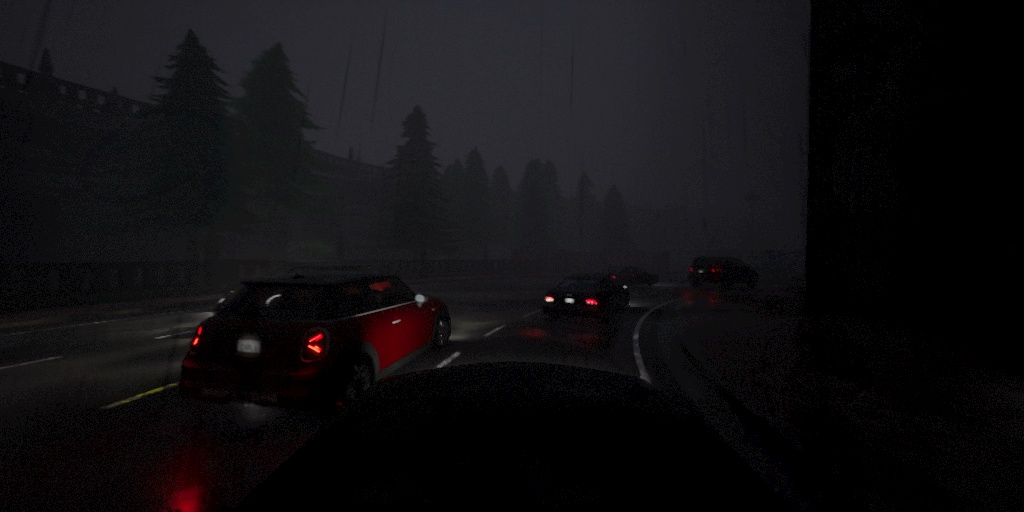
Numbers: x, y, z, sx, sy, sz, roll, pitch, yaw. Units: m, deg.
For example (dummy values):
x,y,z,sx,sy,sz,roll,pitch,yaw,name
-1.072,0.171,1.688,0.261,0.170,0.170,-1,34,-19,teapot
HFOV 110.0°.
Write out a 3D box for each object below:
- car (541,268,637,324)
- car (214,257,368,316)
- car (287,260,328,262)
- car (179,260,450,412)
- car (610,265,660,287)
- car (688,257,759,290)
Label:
x,y,z,sx,sy,sz,roll,pitch,yaw,name
2.704,1.293,12.184,2.033,1.411,5.357,1,0,26,car
-7.933,0.948,13.472,2.097,1.767,4.553,1,0,22,car
-5.452,0.995,10.047,2.097,1.767,4.553,1,0,19,car
-2.664,1.048,6.195,2.097,1.767,4.553,1,0,9,car
7.560,1.314,23.522,5.357,1.411,2.033,1,0,-39,car
14.034,1.075,23.741,5.566,2.045,2.150,1,0,-33,car
